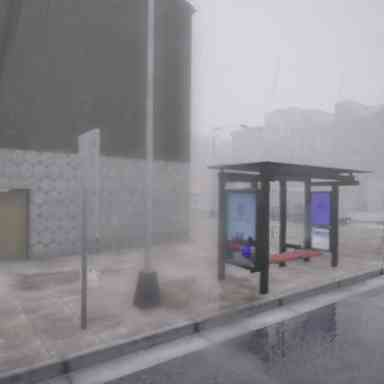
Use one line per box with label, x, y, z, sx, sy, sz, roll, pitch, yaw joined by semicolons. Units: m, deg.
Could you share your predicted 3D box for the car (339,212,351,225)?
car;8.182;1.469;21.902;1.947;1.339;4.313;0;-1;-36
